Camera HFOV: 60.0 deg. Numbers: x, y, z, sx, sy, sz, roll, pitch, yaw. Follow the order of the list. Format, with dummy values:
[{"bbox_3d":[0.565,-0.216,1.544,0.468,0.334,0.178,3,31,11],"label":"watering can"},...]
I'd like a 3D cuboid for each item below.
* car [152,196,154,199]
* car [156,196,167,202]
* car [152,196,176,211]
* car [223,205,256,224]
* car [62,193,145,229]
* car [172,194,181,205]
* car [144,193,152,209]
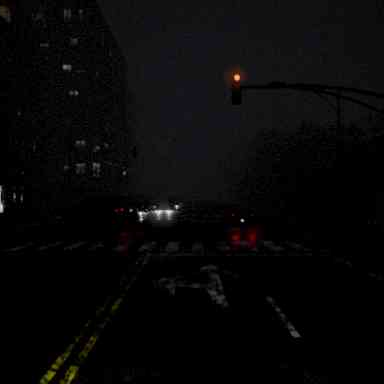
[{"bbox_3d":[-6.558,1.489,56.408,1.812,1.442,4.674,0,0,0],"label":"car"},{"bbox_3d":[-6.471,1.499,71.634,1.994,1.385,4.181,0,0,0],"label":"car"},{"bbox_3d":[-3.331,1.532,40.912,1.994,1.385,4.181,0,0,0],"label":"car"},{"bbox_3d":[3.351,1.584,24.297,1.895,1.301,4.718,0,0,0],"label":"car"},{"bbox_3d":[-6.190,1.267,22.261,5.566,2.045,2.150,0,-1,30],"label":"car"},{"bbox_3d":[-3.308,1.441,56.986,1.882,1.535,5.008,0,0,0],"label":"car"},{"bbox_3d":[-6.581,1.190,40.703,2.150,2.045,5.566,0,0,0],"label":"car"}]
